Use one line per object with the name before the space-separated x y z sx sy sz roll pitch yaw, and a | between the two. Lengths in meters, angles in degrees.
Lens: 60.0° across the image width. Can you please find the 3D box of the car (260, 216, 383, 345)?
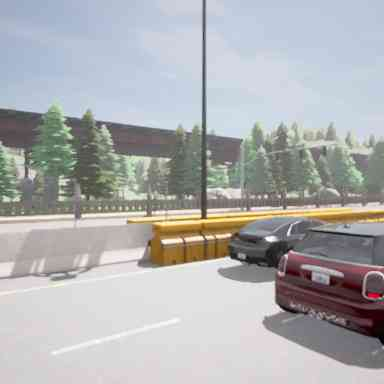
car | 3.722 1.358 6.407 4.553 1.767 2.097 0 0 -36

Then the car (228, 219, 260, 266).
car | 3.313 1.511 10.414 4.892 1.490 1.837 1 0 -36
